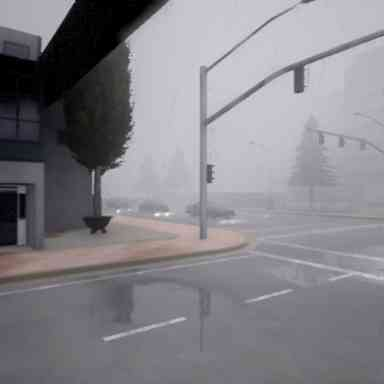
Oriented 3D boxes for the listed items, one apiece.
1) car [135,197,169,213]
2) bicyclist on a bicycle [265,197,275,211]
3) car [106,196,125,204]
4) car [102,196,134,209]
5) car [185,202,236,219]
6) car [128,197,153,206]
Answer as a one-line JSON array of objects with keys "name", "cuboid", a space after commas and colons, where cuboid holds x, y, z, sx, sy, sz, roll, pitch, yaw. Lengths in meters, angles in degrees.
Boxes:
[{"name": "car", "cuboid": [-4.320, 1.591, 37.479, 1.994, 1.385, 4.181, 0, 0, -36]}, {"name": "bicyclist on a bicycle", "cuboid": [8.917, 1.345, 37.881, 1.656, 1.620, 0.582, 0, 0, -36]}, {"name": "car", "cuboid": [-14.804, 1.516, 64.359, 1.882, 1.535, 5.008, 0, 0, -36]}, {"name": "car", "cuboid": [-10.208, 1.532, 45.686, 1.837, 1.490, 4.892, 0, 0, -36]}, {"name": "car", "cuboid": [1.501, 1.575, 29.384, 2.033, 1.411, 5.357, 0, 0, -36]}, {"name": "car", "cuboid": [-8.694, 1.586, 55.870, 2.033, 1.411, 5.357, 0, 0, -35]}]
